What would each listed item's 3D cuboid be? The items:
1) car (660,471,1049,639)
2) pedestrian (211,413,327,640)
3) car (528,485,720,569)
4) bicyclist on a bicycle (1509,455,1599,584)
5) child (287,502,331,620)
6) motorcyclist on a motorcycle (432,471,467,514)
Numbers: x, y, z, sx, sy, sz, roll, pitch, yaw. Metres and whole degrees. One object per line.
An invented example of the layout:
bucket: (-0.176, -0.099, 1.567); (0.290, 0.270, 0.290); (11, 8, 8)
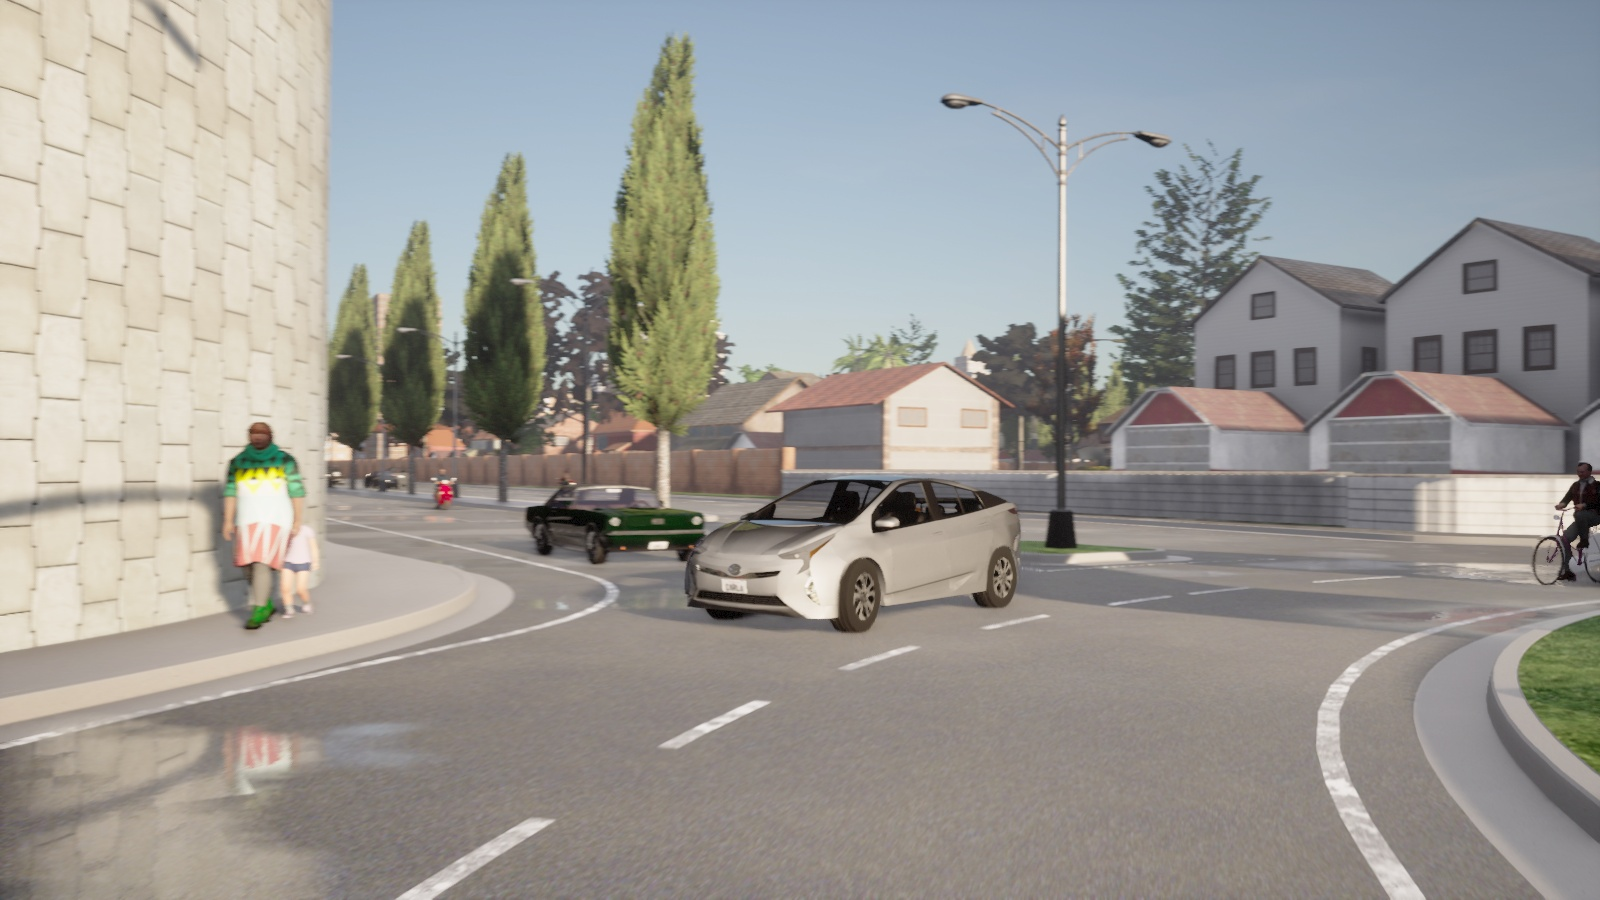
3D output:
car: (0.779, 0.992, 13.795); (2.007, 1.525, 4.514); (-1, -1, 38)
pedestrian: (-4.751, 0.668, 11.280); (0.659, 1.952, 0.873); (0, -1, 0)
car: (-3.296, 1.302, 22.637); (1.895, 1.301, 4.718); (0, -1, -28)
bicyclist on a bicycle: (11.087, 0.968, 17.973); (1.843, 1.776, 0.659); (1, 0, -24)
child: (-4.744, 1.063, 12.142); (0.255, 1.110, 0.394); (0, -1, 2)
motorcyclist on a motorcycle: (-13.270, 1.591, 47.531); (0.866, 1.590, 1.817); (0, -1, -29)
